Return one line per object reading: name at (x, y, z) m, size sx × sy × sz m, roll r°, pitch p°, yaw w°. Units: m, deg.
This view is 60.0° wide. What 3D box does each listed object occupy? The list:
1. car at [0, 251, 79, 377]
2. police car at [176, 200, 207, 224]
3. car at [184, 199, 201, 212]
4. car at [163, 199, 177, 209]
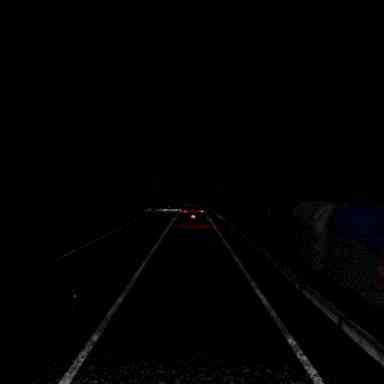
car at (-3.101, 1.565, 4.579) m, size 1.994 × 1.385 × 4.181 m, roll 0°, pitch 0°, yaw 0°
police car at (0.093, 1.555, 25.566) m, size 2.038 × 1.542 × 4.974 m, roll 0°, pitch 0°, yaw 0°
car at (0.088, 1.684, 42.878) m, size 2.033 × 1.411 × 5.357 m, roll 0°, pitch 0°, yaw 0°
car at (-3.091, 1.709, 47.892) m, size 2.033 × 1.411 × 5.357 m, roll 0°, pitch 0°, yaw 0°
